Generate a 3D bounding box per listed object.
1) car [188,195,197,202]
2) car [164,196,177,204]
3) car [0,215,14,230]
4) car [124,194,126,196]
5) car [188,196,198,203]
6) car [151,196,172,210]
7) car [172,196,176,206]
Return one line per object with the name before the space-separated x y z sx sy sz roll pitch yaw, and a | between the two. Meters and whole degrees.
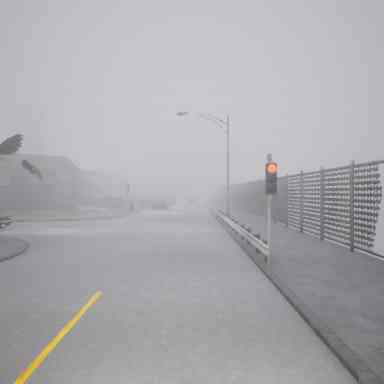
car | 0.066 1.540 78.648 2.033 1.411 5.357 0 0 0
car | -4.005 1.547 62.975 2.033 1.411 5.357 0 0 0
car | -12.952 1.601 19.073 4.718 1.301 1.895 0 0 0
car | -17.212 1.134 78.245 3.633 1.501 1.845 0 0 0
car | 0.161 1.547 68.020 2.033 1.411 5.357 0 0 -1
car | -4.062 1.478 42.801 1.882 1.535 5.008 0 0 0
car | -4.047 1.505 52.519 1.837 1.490 4.892 0 0 0
